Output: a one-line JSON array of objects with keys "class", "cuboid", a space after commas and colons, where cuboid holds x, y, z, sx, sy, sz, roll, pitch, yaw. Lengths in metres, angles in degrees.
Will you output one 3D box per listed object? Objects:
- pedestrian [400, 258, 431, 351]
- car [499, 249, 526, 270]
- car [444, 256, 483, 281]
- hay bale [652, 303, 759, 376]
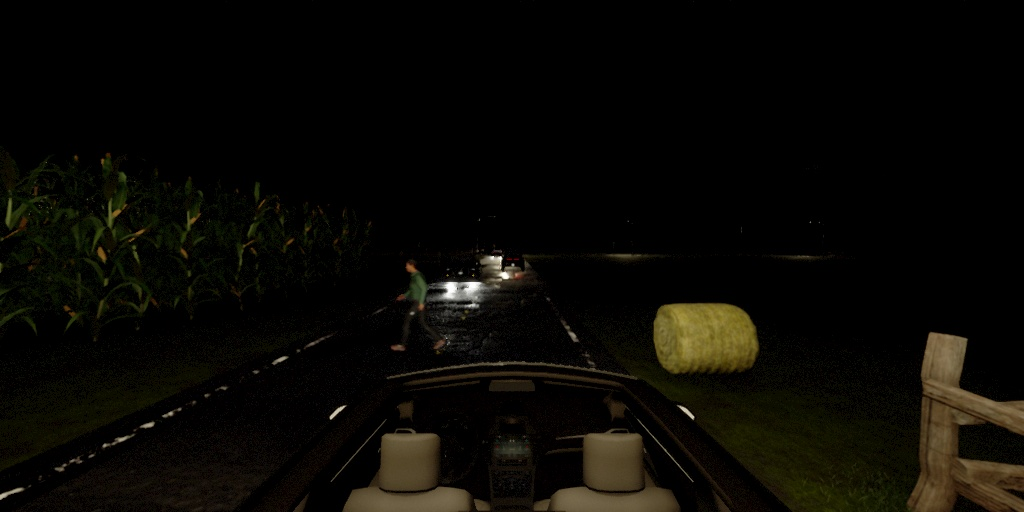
[{"class": "pedestrian", "cuboid": [-1.842, 0.885, 6.858, 0.375, 1.860, 0.375, -1, 2, -2]}, {"class": "car", "cuboid": [0.080, 0.378, 30.385, 1.837, 1.490, 4.892, 0, 1, 0]}, {"class": "car", "cuboid": [-2.845, 0.698, 21.774, 1.994, 1.385, 4.181, 0, 2, 0]}, {"class": "hay bale", "cuboid": [3.123, 1.274, 5.961, 1.220, 1.180, 1.240, 0, 0, 0]}]
